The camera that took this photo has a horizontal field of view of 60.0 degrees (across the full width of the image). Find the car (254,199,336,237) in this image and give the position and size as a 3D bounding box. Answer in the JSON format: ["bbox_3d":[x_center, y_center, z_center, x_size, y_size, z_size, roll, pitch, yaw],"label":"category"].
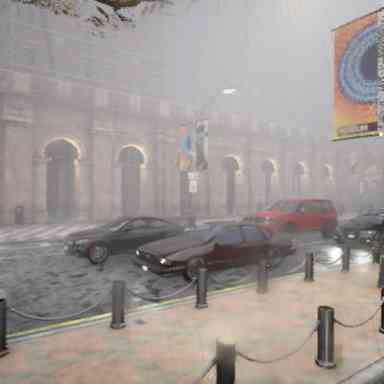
[{"bbox_3d":[5.478,1.382,17.643,5.566,2.045,2.150,1,0,-35],"label":"car"}]

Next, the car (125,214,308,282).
[{"bbox_3d":[0.952,1.620,10.181,5.357,1.411,2.033,1,0,-35],"label":"car"}]

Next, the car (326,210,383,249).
[{"bbox_3d":[8.507,1.738,15.494,4.181,1.385,1.994,1,0,-35],"label":"car"}]

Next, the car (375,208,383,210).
[{"bbox_3d":[13.545,1.833,23.347,4.181,1.385,1.994,1,0,-35],"label":"car"}]

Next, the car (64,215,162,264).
[{"bbox_3d":[-2.218,1.583,12.219,4.674,1.442,1.812,1,0,-35],"label":"car"}]

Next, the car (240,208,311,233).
[{"bbox_3d":[5.478,1.781,21.588,4.718,1.301,1.895,1,0,-36],"label":"car"}]
